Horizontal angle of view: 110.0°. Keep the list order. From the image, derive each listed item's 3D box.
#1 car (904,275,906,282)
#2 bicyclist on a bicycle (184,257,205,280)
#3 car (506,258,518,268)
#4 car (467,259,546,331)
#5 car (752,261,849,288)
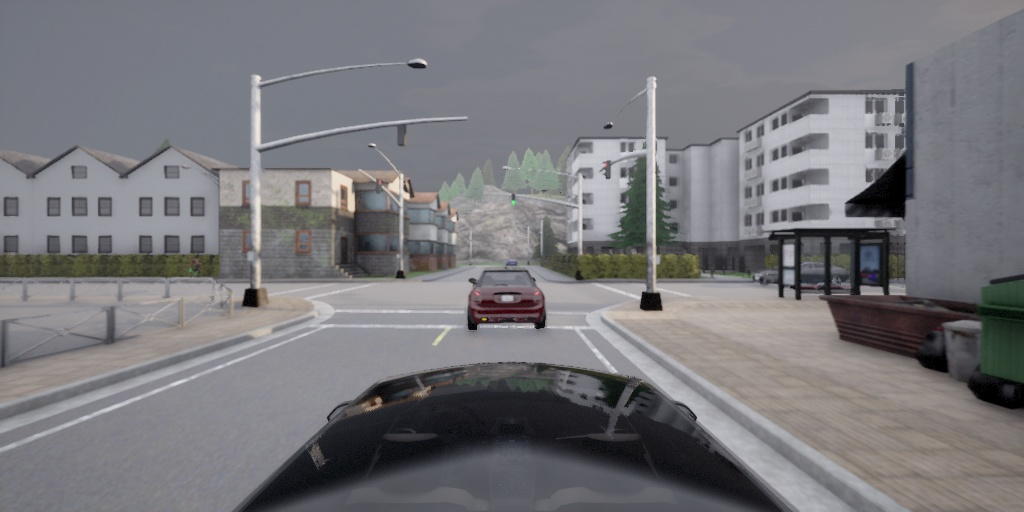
[{"bbox_3d":[26.313,1.068,21.276,4.892,1.490,1.837,0,0,0],"label":"car"},{"bbox_3d":[-22.324,0.863,25.203,0.582,1.620,1.656,0,0,0],"label":"bicyclist on a bicycle"},{"bbox_3d":[-0.002,1.197,61.932,1.882,1.535,5.008,0,0,-3],"label":"car"},{"bbox_3d":[-0.291,1.093,11.239,2.097,1.767,4.553,0,0,-5],"label":"car"},{"bbox_3d":[17.011,1.055,21.308,4.902,1.511,2.128,0,0,0],"label":"car"}]
